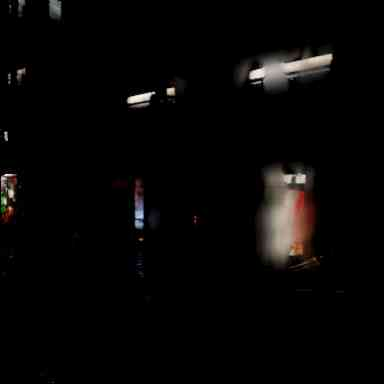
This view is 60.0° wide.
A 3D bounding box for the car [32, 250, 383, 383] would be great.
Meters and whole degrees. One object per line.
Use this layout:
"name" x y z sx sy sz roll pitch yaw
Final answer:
"car" 1.137 1.315 1.881 5.009 1.841 2.192 0 1 36
